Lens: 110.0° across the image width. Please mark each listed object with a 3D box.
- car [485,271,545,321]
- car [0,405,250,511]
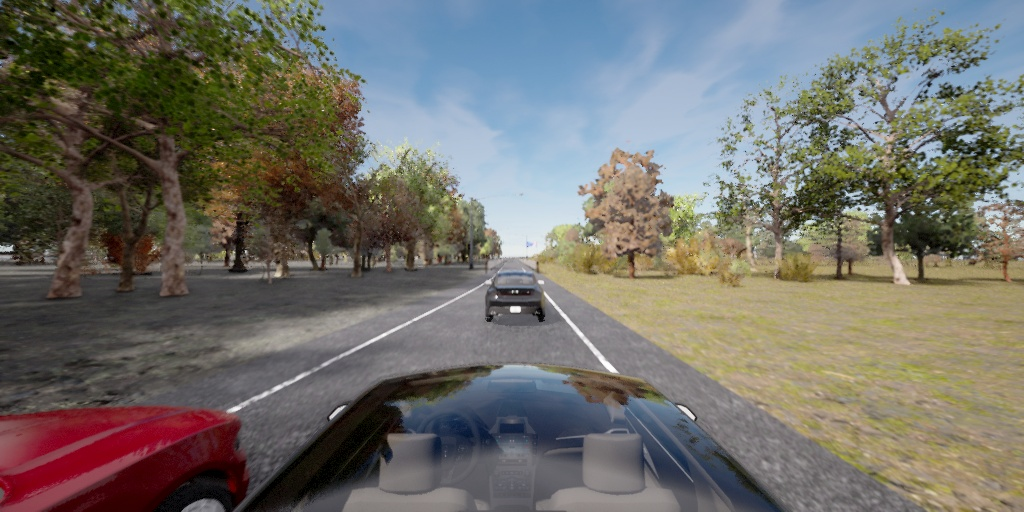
[{"bbox_3d":[0.101,1.267,12.565,1.837,1.490,4.892,0,0,0],"label":"car"},{"bbox_3d":[-2.754,1.226,0.357,1.882,1.535,5.008,0,0,2],"label":"car"}]
